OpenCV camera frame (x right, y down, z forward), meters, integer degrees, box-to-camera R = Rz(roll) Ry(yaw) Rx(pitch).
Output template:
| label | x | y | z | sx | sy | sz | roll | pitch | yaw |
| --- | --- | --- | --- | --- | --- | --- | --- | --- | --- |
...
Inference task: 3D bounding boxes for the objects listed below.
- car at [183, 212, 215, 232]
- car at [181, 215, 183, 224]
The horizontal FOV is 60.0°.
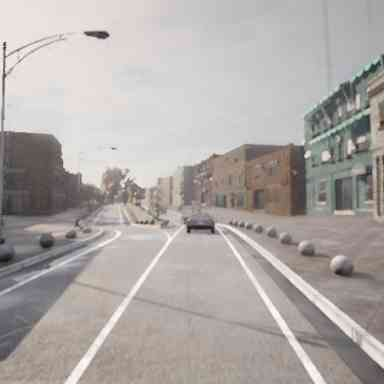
| label | x | y | z | sx | sy | sz | roll | pitch | yaw |
| --- | --- | --- | --- | --- | --- | --- | --- | --- | --- |
| car | 0.615 | 2.149 | 24.228 | 1.994 | 1.385 | 4.181 | 0 | -3 | 1 |
| car | -0.290 | 3.248 | 41.066 | 2.128 | 1.511 | 4.902 | 0 | -3 | -8 |
